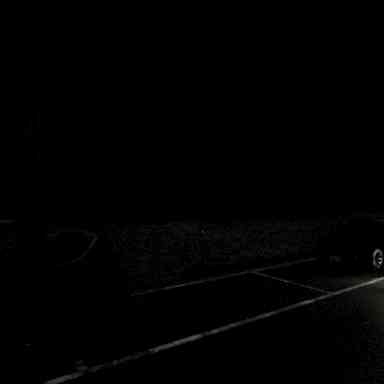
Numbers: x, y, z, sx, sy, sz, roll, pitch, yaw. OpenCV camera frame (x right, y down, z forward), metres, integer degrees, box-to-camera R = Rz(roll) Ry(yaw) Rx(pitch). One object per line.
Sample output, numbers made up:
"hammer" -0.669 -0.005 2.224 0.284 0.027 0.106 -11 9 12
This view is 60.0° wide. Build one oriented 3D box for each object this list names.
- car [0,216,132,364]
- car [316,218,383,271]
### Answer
"car" -3.242 1.315 4.335 5.009 1.841 2.192 0 0 -36
"car" 5.890 1.562 10.853 4.313 1.339 1.947 0 0 -36
